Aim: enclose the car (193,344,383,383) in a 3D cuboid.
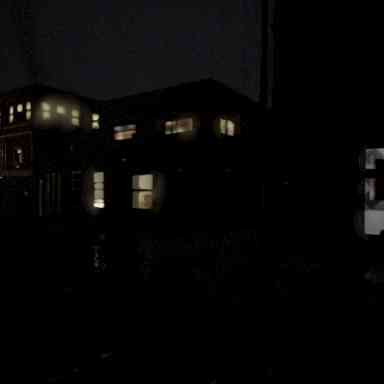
[{"bbox_3d":[1.756,1.567,1.611,4.313,1.339,1.947,0,1,35],"label":"car"}]
